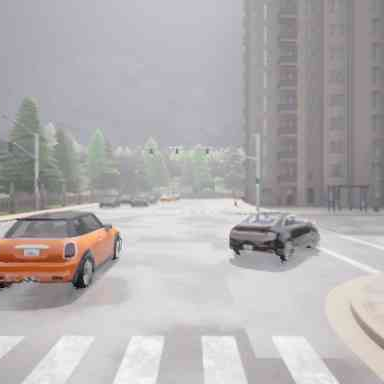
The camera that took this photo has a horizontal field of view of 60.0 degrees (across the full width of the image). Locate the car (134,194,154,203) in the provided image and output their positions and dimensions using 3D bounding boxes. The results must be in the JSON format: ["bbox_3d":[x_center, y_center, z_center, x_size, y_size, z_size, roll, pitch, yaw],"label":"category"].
[{"bbox_3d":[-8.998,1.149,63.109,1.882,1.535,5.008,0,0,16],"label":"car"}]

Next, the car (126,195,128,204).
[{"bbox_3d":[-10.400,1.202,52.948,1.882,1.535,5.008,0,0,2],"label":"car"}]

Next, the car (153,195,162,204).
[{"bbox_3d":[-6.828,1.261,55.035,2.033,1.411,5.357,0,0,4],"label":"car"}]

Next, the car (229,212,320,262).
[{"bbox_3d":[3.153,1.474,12.201,2.128,1.511,4.902,0,0,36],"label":"car"}]

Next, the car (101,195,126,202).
[{"bbox_3d":[-10.549,1.322,43.279,2.033,1.411,5.357,0,0,0],"label":"car"}]

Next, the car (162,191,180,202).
[{"bbox_3d":[-4.532,1.138,65.267,1.882,1.535,5.008,0,0,21],"label":"car"}]

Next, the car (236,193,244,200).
[{"bbox_3d":[12.889,0.943,79.373,4.553,1.767,2.097,0,0,-24],"label":"car"}]

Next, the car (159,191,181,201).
[{"bbox_3d":[-4.715,0.848,72.531,2.150,2.045,5.566,0,0,30],"label":"car"}]

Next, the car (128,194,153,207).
[{"bbox_3d":[-7.021,1.115,45.504,2.097,1.767,4.553,0,0,-1],"label":"car"}]

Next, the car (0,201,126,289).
[{"bbox_3d":[-3.398,1.304,9.191,2.097,1.767,4.553,0,0,0],"label":"car"}]
